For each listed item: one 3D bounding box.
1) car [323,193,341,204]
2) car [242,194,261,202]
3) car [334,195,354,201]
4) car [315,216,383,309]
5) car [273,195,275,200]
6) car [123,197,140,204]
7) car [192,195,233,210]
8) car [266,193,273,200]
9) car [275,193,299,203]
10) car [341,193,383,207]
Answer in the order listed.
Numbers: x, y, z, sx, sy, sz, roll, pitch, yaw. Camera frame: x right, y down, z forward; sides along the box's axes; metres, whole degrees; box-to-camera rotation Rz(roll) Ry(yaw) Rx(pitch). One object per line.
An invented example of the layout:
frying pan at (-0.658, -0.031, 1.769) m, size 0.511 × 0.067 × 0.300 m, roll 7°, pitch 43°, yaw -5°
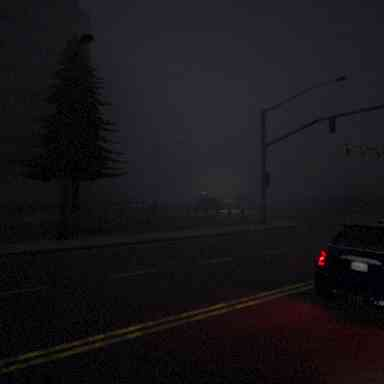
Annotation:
car at (32.651, 1.131, 75.004) m, size 1.932 × 1.855 × 4.605 m, roll 0°, pitch 0°, yaw -36°
car at (14.877, 1.376, 80.775) m, size 1.970 × 1.475 × 3.806 m, roll 0°, pitch 0°, yaw -36°
car at (35.047, 1.341, 76.632) m, size 1.784 × 1.438 × 3.905 m, roll 0°, pitch 0°, yaw -36°
car at (4.731, 1.350, 7.173) m, size 4.553 × 1.767 × 2.097 m, roll 0°, pitch 0°, yaw -35°
car at (19.392, 1.132, 84.052) m, size 1.932 × 1.855 × 4.605 m, roll 0°, pitch 0°, yaw -36°
car at (-11.135, 1.554, 61.201) m, size 1.994 × 1.385 × 4.181 m, roll 0°, pitch 0°, yaw -35°
car at (2.483, 1.495, 42.078) m, size 1.837 × 1.490 × 4.892 m, roll 0°, pitch 0°, yaw -36°
car at (17.236, 1.343, 82.454) m, size 1.784 × 1.438 × 3.905 m, roll 0°, pitch 0°, yaw -36°
car at (18.939, 1.378, 65.128) m, size 1.970 × 1.475 × 3.806 m, roll 0°, pitch 0°, yaw -36°
car at (24.479, 1.139, 47.696) m, size 1.932 × 1.855 × 4.605 m, roll 0°, pitch 0°, yaw -36°
